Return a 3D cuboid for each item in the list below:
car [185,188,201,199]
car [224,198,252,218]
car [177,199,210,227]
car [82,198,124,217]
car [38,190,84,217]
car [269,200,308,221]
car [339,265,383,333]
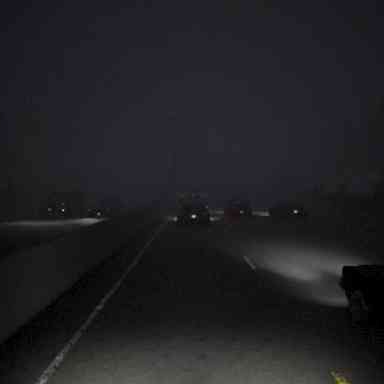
[{"bbox_3d":[0.076,0.168,42.817,2.163,1.488,4.792,0,6,0],"label":"car"},{"bbox_3d":[3.596,1.211,26.524,1.812,1.442,4.674,0,2,0],"label":"car"},{"bbox_3d":[0.097,1.346,21.034,1.994,1.385,4.181,0,1,0],"label":"car"},{"bbox_3d":[-7.003,1.197,27.578,2.033,1.411,5.357,0,2,0],"label":"car"},{"bbox_3d":[-10.504,0.872,27.307,2.150,2.045,5.566,0,2,0],"label":"car"},{"bbox_3d":[7.097,1.291,24.769,1.994,1.385,4.181,0,1,0],"label":"car"},{"bbox_3d":[3.600,1.559,3.917,1.895,1.301,4.718,0,1,0],"label":"car"}]
